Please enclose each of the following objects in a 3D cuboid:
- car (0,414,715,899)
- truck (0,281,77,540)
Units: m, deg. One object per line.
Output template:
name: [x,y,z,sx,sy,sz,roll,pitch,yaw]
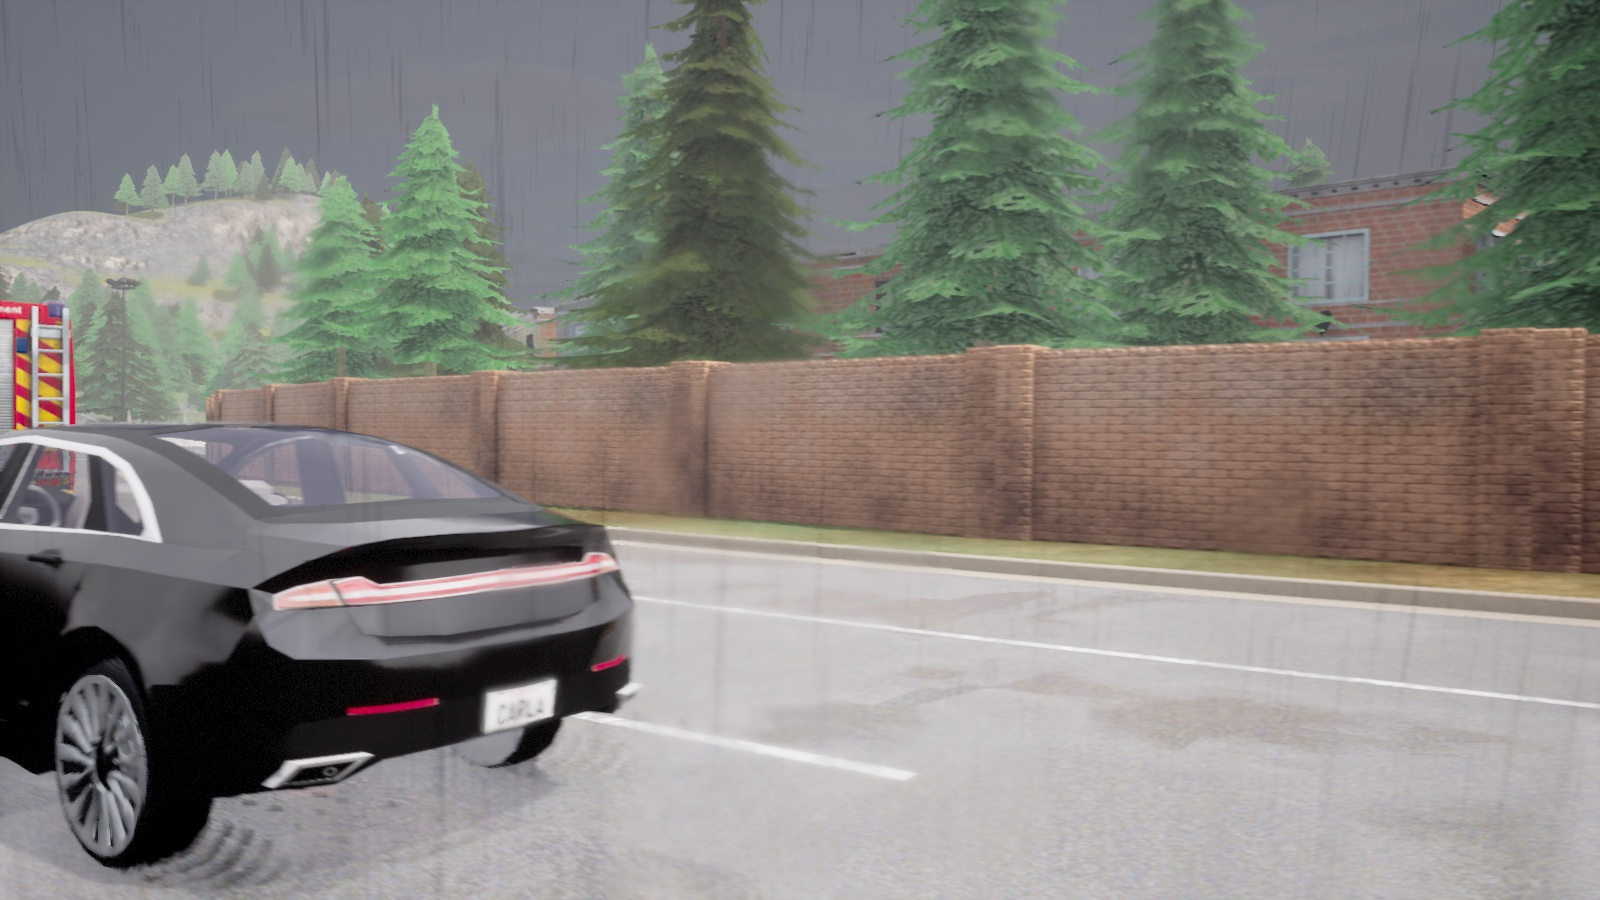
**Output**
car: [-2.967,0.636,5.736,4.902,1.511,2.128,0,1,36]
truck: [-15.015,-0.588,21.372,2.891,3.827,8.468,-1,1,-42]
